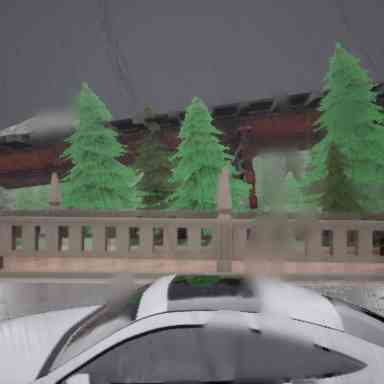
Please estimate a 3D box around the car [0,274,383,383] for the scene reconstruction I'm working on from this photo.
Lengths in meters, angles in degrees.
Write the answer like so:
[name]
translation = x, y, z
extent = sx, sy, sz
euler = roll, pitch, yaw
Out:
[car]
translation = -0.081, 1.517, 2.866
extent = 4.674, 1.442, 1.812
euler = 0, 0, 3
